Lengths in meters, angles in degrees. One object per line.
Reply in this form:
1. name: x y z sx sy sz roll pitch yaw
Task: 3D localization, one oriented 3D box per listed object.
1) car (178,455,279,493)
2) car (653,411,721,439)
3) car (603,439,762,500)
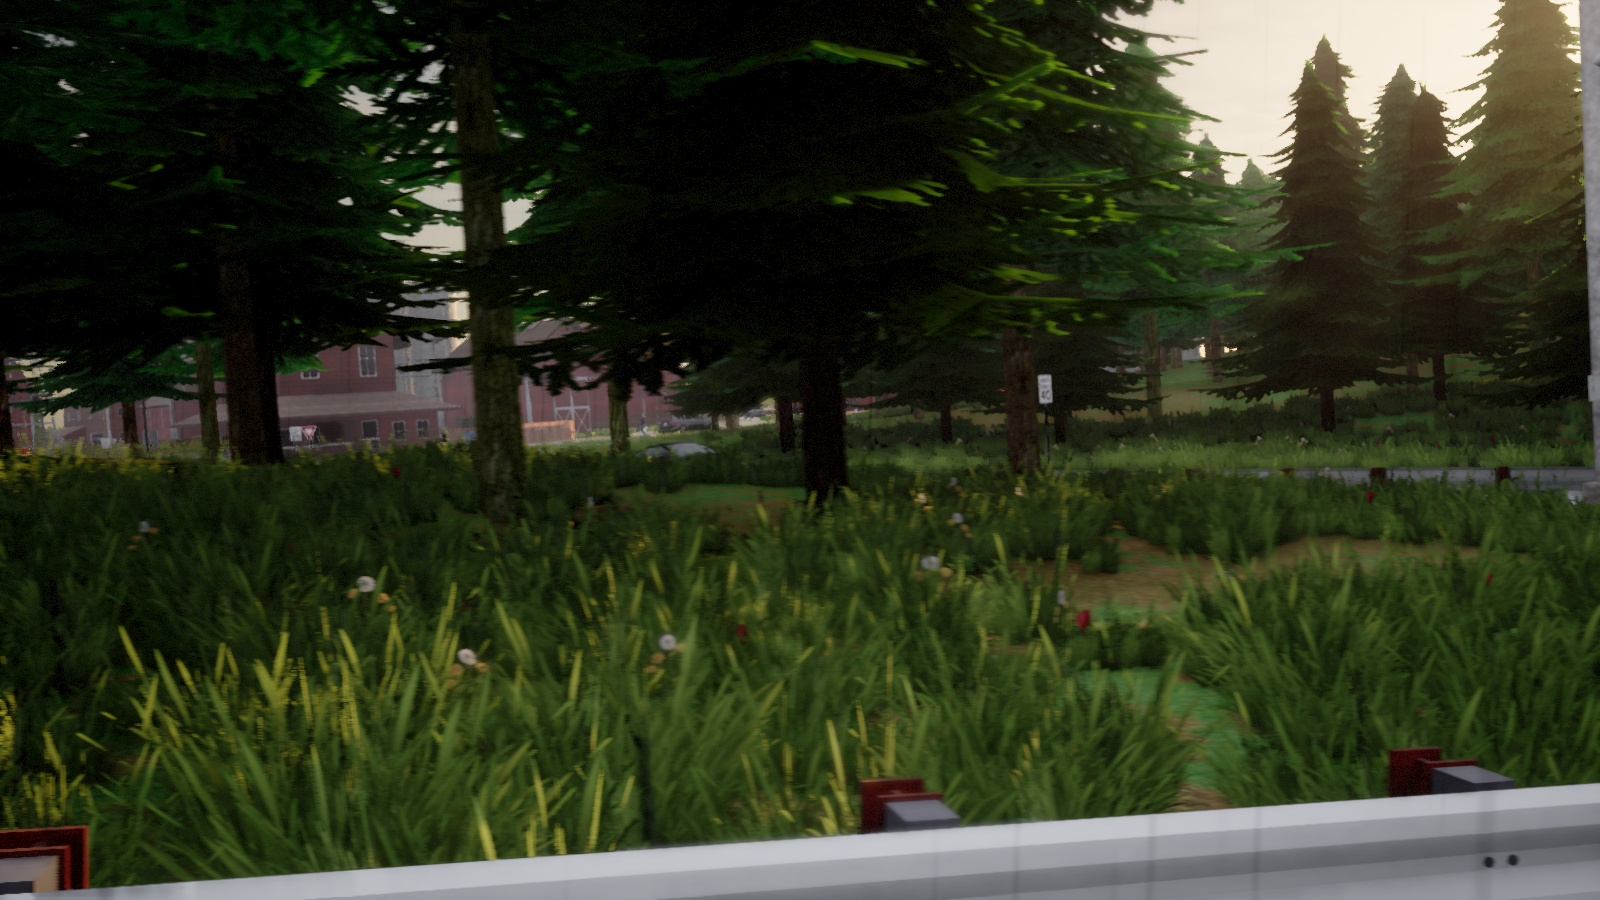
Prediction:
1. car: -32.278 1.344 71.058 4.902 1.511 2.128 -6 3 -19
2. car: -8.438 -1.887 94.337 2.242 1.667 4.611 -3 3 45
3. car: -3.243 0.552 34.142 4.181 1.385 1.994 -3 3 45
